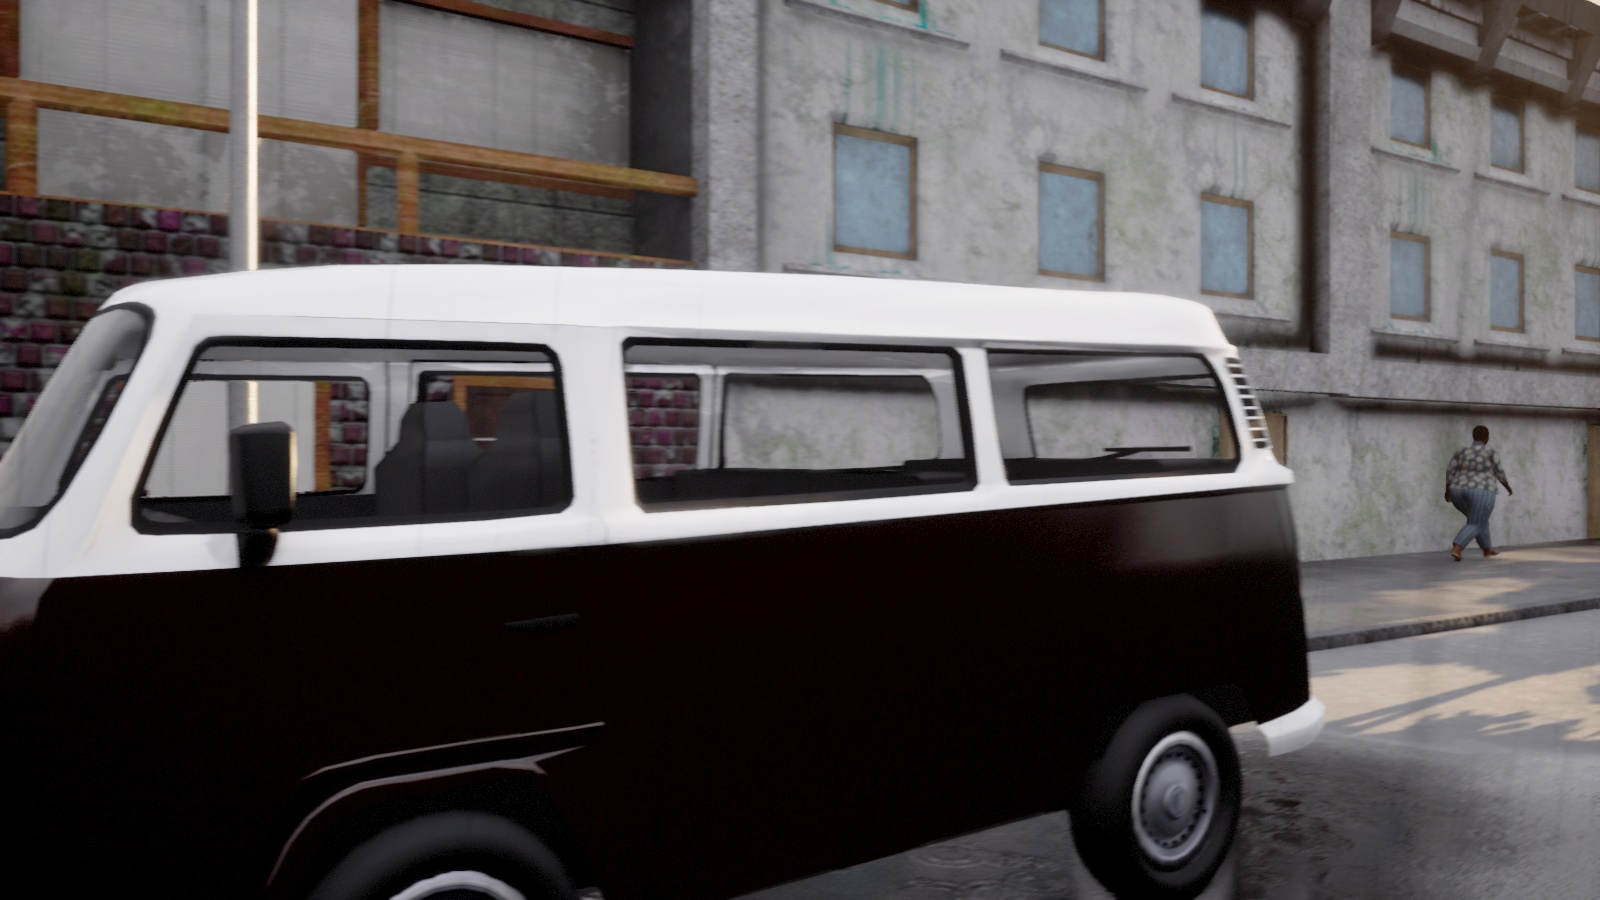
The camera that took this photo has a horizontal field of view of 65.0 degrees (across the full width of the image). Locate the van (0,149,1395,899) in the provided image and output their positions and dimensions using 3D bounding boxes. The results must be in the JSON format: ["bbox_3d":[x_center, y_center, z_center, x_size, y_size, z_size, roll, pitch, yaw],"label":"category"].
[{"bbox_3d":[-0.336,0.467,4.034,4.480,2.038,2.069,-2,1,-35],"label":"van"}]

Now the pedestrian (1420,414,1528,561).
[{"bbox_3d":[8.785,0.476,16.389,0.900,1.855,0.874,0,0,-26],"label":"pedestrian"}]
